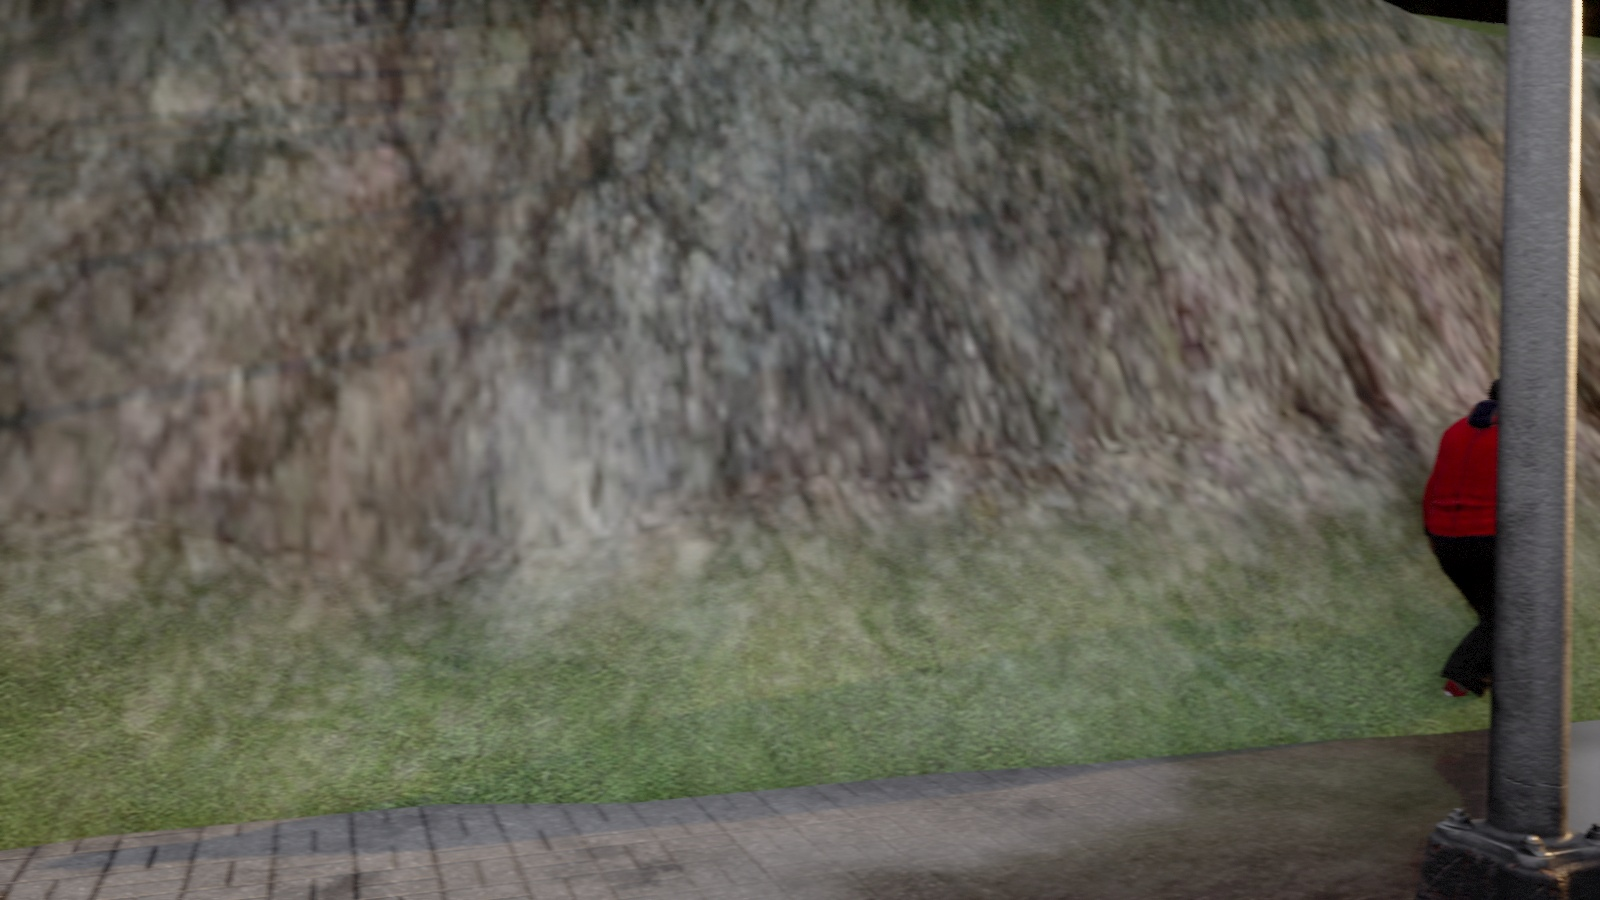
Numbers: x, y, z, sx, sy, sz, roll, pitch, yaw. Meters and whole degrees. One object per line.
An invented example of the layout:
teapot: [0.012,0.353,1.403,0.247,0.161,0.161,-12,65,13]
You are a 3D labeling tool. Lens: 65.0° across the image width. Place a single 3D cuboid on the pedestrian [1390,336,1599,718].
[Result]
pedestrian: [3.656,0.362,6.506,0.899,1.844,0.634,-1,1,-21]
